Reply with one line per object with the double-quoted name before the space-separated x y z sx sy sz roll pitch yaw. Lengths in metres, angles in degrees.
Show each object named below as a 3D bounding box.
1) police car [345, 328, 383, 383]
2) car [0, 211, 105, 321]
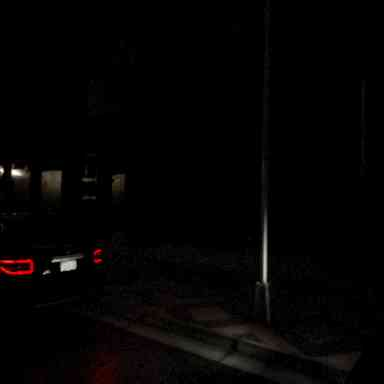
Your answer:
"police car" 3.587 1.521 1.598 5.238 1.638 1.930 -1 -2 37
"car" -4.349 1.447 7.552 5.566 2.045 2.150 -1 -2 37
